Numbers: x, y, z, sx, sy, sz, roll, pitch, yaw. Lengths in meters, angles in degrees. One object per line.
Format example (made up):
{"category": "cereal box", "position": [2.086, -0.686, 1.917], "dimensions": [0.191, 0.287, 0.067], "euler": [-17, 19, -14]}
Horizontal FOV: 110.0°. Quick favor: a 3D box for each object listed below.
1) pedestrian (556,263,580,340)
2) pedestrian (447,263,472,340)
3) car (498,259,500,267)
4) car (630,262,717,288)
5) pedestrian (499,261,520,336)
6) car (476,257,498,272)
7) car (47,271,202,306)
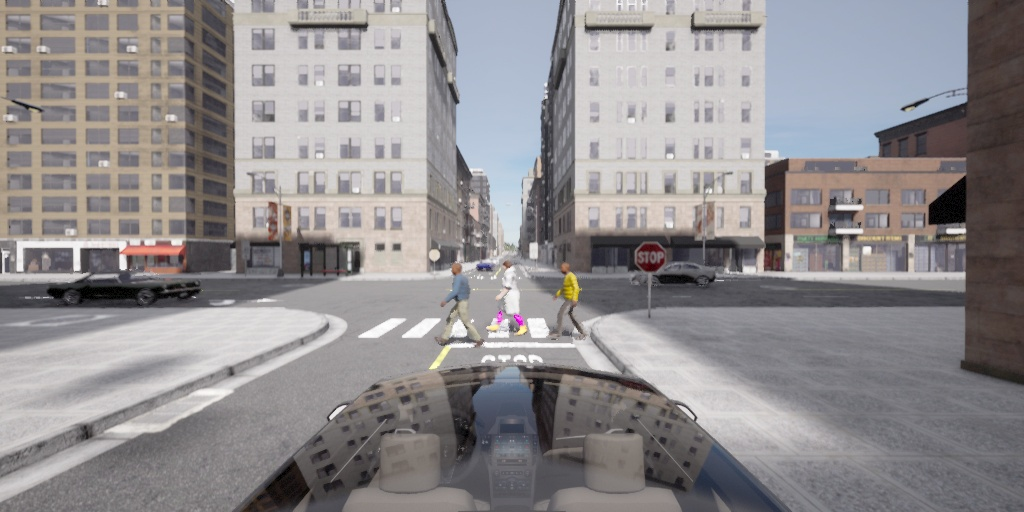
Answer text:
{"category": "pedestrian", "position": [1.278, 1.001, 8.231], "dimensions": [0.375, 1.860, 0.375], "euler": [0, 0, 0]}
{"category": "pedestrian", "position": [-1.113, 1.005, 7.632], "dimensions": [0.375, 1.860, 0.375], "euler": [0, 0, 0]}
{"category": "car", "position": [-2.949, 0.940, 57.002], "dimensions": [1.812, 1.442, 4.674], "euler": [0, 0, 0]}
{"category": "car", "position": [9.652, 1.097, 21.620], "dimensions": [4.902, 1.511, 2.128], "euler": [0, 0, 0]}
{"category": "pedestrian", "position": [-0.066, 0.998, 8.833], "dimensions": [0.375, 1.860, 0.375], "euler": [0, 0, 0]}
{"category": "car", "position": [-2.991, 1.109, 40.987], "dimensions": [1.895, 1.301, 4.718], "euler": [0, 0, 0]}
{"category": "car", "position": [-15.883, 1.293, 14.923], "dimensions": [4.718, 1.301, 1.895], "euler": [0, 0, 0]}
